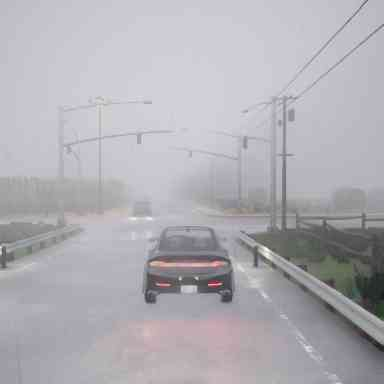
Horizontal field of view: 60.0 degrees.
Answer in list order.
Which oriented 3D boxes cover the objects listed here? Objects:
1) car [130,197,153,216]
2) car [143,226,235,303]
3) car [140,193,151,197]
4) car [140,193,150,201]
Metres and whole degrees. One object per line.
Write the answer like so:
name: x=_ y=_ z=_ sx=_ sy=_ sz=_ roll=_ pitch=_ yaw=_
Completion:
car: x=-5.090 y=1.578 z=33.542 sx=1.837 sy=1.490 sz=4.892 roll=0 pitch=1 yaw=-10
car: x=-0.098 y=1.613 z=8.444 sx=2.128 sy=1.511 sz=4.902 roll=0 pitch=-2 yaw=-1
car: x=-7.279 y=1.338 z=50.332 sx=1.994 sy=1.385 sz=4.181 roll=0 pitch=1 yaw=-7
car: x=-9.194 y=1.024 z=65.750 sx=1.812 sy=1.442 sz=4.674 roll=0 pitch=1 yaw=-7
